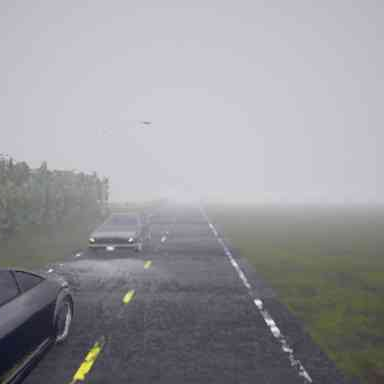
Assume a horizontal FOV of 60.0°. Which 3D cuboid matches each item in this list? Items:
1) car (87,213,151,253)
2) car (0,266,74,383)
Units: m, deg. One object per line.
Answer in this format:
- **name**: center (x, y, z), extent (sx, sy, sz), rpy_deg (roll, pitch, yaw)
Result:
- **car**: center (-2.874, 1.614, 14.376), extent (2.033, 1.411, 5.357), rpy_deg (0, 0, 0)
- **car**: center (-2.854, 1.584, 3.603), extent (1.994, 1.385, 4.181), rpy_deg (0, 0, 0)
